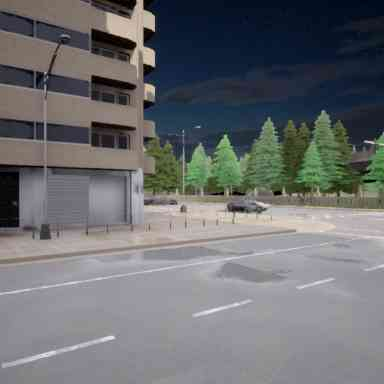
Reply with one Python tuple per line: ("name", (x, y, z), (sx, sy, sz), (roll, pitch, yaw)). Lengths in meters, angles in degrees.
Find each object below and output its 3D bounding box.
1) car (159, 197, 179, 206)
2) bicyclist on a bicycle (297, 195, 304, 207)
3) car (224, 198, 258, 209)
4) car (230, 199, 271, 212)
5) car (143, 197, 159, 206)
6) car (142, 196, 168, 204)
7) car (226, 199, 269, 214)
("car", (-4.031, 1.508, 53.163), (4.181, 1.385, 1.994), (0, 0, 43))
("bicyclist on a bicycle", (15.151, 1.245, 46.458), (1.656, 1.620, 0.582), (0, 0, -35))
("car", (6.722, 1.545, 45.835), (1.895, 1.301, 4.718), (0, 0, -35))
("car", (6.805, 1.545, 39.186), (1.895, 1.301, 4.718), (0, 0, -35))
("car", (-8.258, 1.492, 52.374), (5.357, 1.411, 2.033), (0, 0, 39))
("car", (-7.154, 1.545, 64.451), (4.718, 1.301, 1.895), (0, 0, 31))
("car", (5.569, 1.508, 34.802), (1.994, 1.385, 4.181), (0, 0, -35))
